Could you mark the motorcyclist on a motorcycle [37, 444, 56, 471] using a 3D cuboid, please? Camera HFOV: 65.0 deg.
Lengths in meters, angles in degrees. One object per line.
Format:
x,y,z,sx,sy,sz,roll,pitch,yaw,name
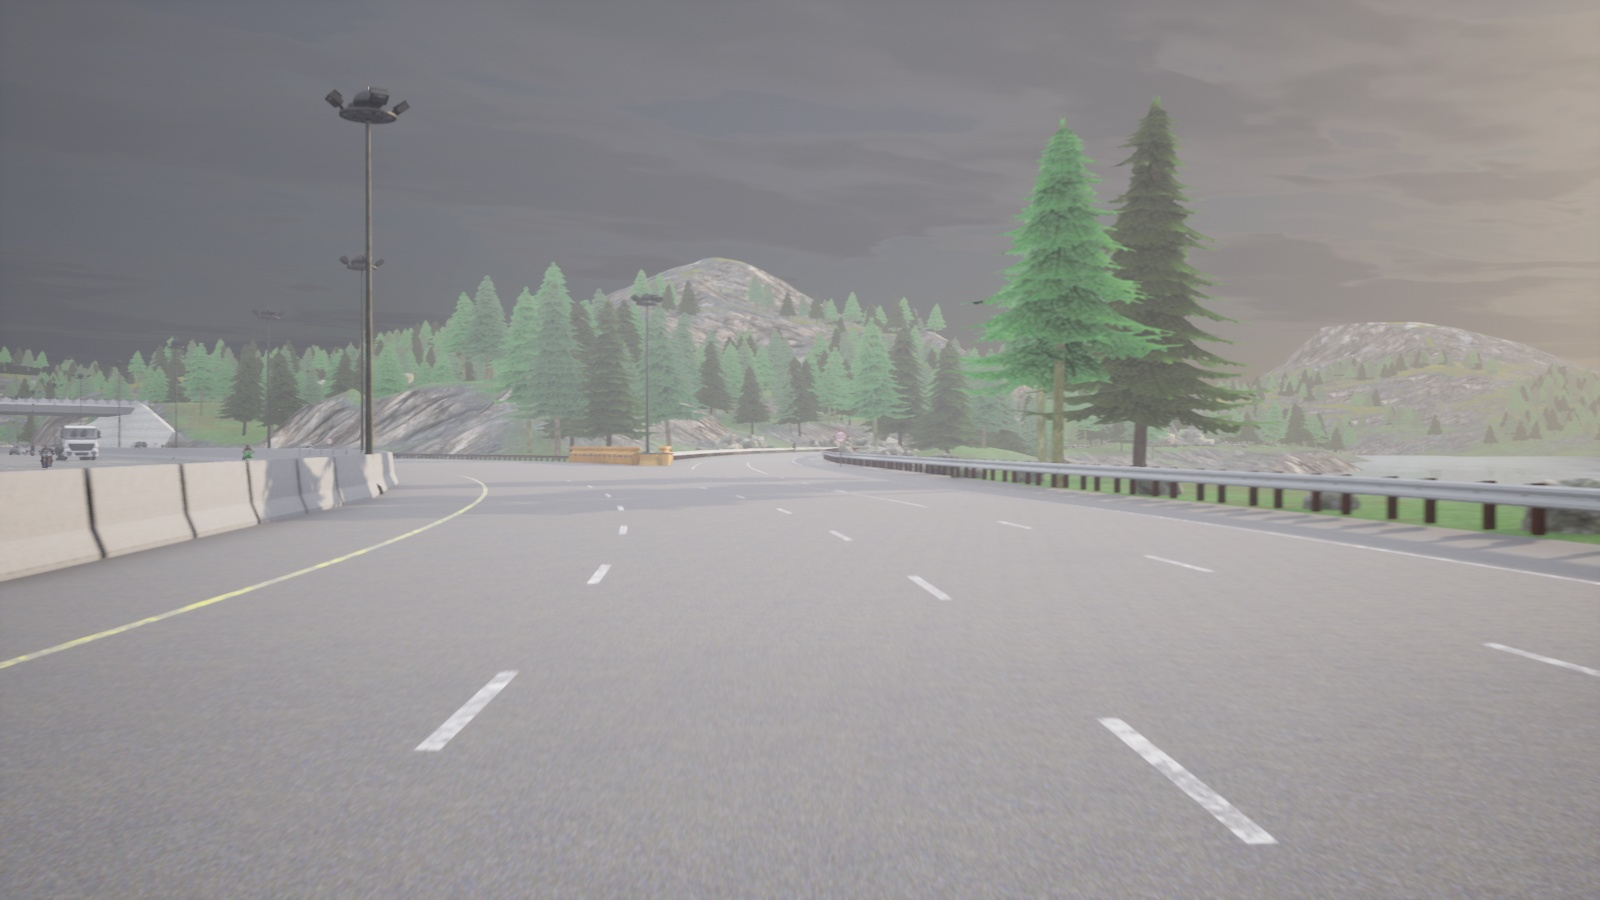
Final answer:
-44.130,0.432,73.559,0.866,1.530,2.191,-1,1,-30,motorcyclist on a motorcycle
